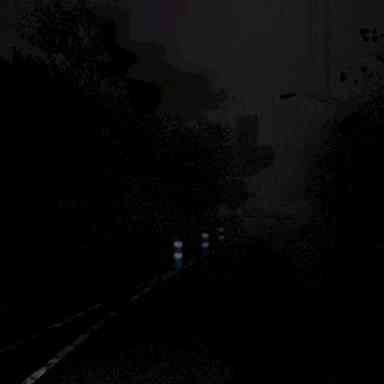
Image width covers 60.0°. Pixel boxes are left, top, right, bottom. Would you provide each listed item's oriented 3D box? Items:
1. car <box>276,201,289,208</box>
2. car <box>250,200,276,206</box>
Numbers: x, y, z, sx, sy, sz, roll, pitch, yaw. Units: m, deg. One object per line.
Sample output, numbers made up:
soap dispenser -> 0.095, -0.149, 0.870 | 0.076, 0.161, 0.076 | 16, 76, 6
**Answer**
car -> 20.416, 2.718, 73.519 | 2.128, 1.511, 4.902 | 0, -1, 19
car -> 19.850, 3.276, 93.063 | 5.366, 1.575, 1.946 | 0, -2, 19
